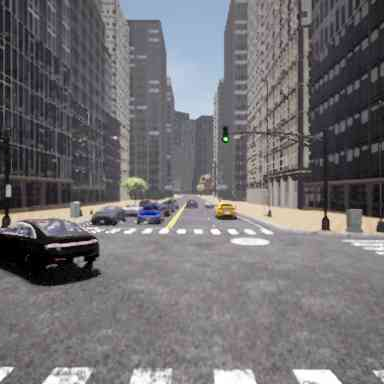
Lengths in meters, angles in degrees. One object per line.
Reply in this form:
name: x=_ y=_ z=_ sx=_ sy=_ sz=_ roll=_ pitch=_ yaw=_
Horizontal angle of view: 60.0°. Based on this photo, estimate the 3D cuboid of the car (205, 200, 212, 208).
car: x=3.256 y=2.173 z=60.154 sx=1.895 sy=1.301 sz=4.718 roll=0 pitch=0 yaw=0

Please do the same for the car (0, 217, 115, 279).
car: x=-4.879 y=1.588 z=10.582 sx=4.902 sy=1.511 sz=2.128 roll=1 pitch=0 yaw=41

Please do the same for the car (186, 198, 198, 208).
car: x=-0.006 y=1.910 z=58.607 sx=2.097 sy=1.767 sz=4.553 roll=0 pitch=-1 yaw=0

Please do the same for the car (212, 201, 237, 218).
car: x=3.348 y=1.806 z=33.803 sx=1.882 sy=1.535 sz=5.008 roll=0 pitch=-1 yaw=0

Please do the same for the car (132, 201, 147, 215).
car: x=-6.584 y=1.956 z=36.681 sx=1.895 sy=1.301 sz=4.718 roll=0 pitch=-1 yaw=0

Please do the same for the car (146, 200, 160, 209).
car: x=-6.507 y=2.098 z=55.980 sx=1.994 sy=1.385 sz=4.181 roll=0 pitch=-1 yaw=0

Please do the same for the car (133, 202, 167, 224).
car: x=-3.343 y=1.795 z=27.527 sx=1.812 sy=1.442 sz=4.674 roll=0 pitch=-1 yaw=0

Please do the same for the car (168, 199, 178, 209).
car: x=-3.275 y=1.957 z=44.861 sx=1.812 sy=1.442 sz=4.674 roll=0 pitch=-1 yaw=0

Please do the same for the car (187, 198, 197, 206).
car: x=-0.008 y=2.059 z=68.640 sx=2.128 sy=1.511 sz=4.902 roll=0 pitch=-1 yaw=0

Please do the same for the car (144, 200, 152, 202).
car: x=-6.514 y=1.947 z=46.002 sx=1.837 sy=1.490 sz=4.892 roll=0 pitch=-1 yaw=0

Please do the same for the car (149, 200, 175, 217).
car: x=-3.329 y=1.916 z=36.271 sx=1.994 sy=1.385 sz=4.181 roll=0 pitch=-1 yaw=1

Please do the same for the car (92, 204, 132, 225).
car: x=-6.588 y=1.812 z=27.095 sx=2.033 sy=1.411 sz=5.357 roll=0 pitch=-1 yaw=0
